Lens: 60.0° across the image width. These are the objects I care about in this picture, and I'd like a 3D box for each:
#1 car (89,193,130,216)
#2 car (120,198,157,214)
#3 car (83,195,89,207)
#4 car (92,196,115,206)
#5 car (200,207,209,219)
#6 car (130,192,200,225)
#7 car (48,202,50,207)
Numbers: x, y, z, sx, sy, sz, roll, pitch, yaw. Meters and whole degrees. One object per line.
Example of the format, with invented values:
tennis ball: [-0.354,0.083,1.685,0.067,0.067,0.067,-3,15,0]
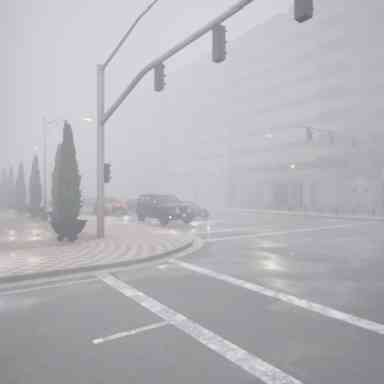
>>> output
car: [-7.965,1.290,32.143,2.097,1.767,4.553,0,0,-35]
car: [-5.728,1.442,35.041,1.837,1.490,4.892,0,0,-35]
car: [-14.198,1.485,47.048,2.033,1.411,5.357,0,0,-35]
car: [-14.330,1.413,53.611,1.882,1.535,5.008,0,0,-35]
car: [-0.504,1.463,27.650,1.812,1.442,4.674,0,0,-35]
car: [-2.101,1.160,23.845,2.150,2.045,5.566,0,0,-35]
car: [-19.746,1.503,48.879,1.994,1.385,4.181,0,0,-35]
